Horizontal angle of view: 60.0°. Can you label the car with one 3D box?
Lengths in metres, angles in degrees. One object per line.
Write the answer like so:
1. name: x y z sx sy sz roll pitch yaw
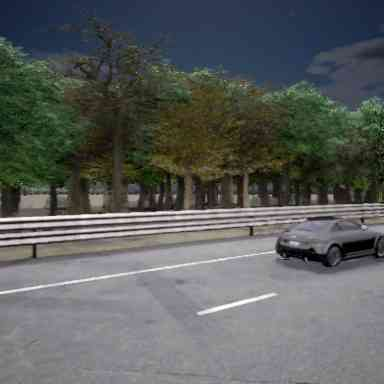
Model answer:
1. car: 4.781 1.539 11.267 4.181 1.385 1.994 0 0 -34
